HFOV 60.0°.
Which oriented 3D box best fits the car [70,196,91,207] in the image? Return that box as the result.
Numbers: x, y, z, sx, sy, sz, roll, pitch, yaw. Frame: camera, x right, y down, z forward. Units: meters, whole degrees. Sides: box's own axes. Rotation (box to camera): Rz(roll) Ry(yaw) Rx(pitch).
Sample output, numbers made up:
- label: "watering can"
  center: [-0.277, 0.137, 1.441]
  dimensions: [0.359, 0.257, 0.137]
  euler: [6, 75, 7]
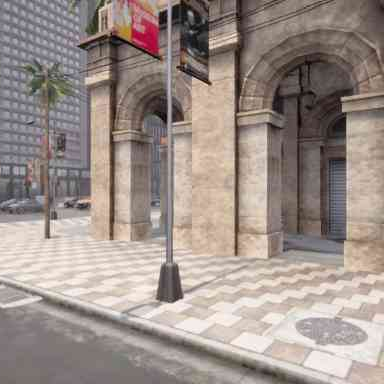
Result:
- label: "car"
  center: [-13.977, 1.352, 46.317]
  dimensions: [2.097, 1.767, 4.553]
  euler: [0, 0, 35]

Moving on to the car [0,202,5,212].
- label: "car"
  center: [-16.750, 1.491, 24.042]
  dimensions: [2.128, 1.511, 4.902]
  euler: [0, 0, 36]

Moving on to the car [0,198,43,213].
- label: "car"
  center: [-19.905, 1.491, 38.029]
  dimensions: [2.128, 1.511, 4.902]
  euler: [0, 0, 36]

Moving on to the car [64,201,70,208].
- label: "car"
  center: [-16.256, 1.513, 48.449]
  dimensions: [2.161, 1.482, 4.786]
  euler: [0, 0, 35]

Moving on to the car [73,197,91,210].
- label: "car"
  center: [-12.345, 1.601, 42.589]
  dimensions: [1.895, 1.301, 4.718]
  euler: [0, 0, 35]

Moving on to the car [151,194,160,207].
- label: "car"
  center: [-6.912, 1.504, 50.171]
  dimensions: [1.837, 1.490, 4.892]
  euler: [0, 0, 36]

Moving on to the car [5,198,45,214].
- label: "car"
  center: [-17.474, 1.564, 35.411]
  dimensions: [1.994, 1.385, 4.181]
  euler: [0, 0, 36]
